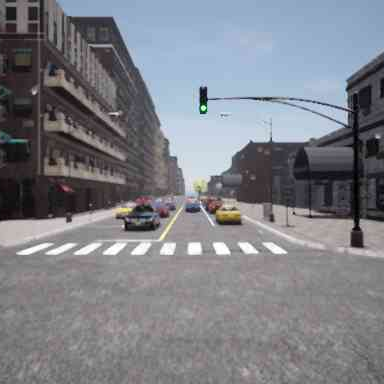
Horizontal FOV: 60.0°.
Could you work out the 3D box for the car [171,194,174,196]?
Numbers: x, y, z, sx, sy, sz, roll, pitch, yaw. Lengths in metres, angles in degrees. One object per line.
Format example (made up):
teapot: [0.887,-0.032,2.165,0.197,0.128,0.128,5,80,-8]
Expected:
car: [-5.714,1.592,74.642,1.967,1.590,4.097,0,0,0]

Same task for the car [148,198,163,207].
car: [-5.707,1.653,52.485,2.008,1.369,4.403,0,0,0]

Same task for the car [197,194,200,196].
car: [-0.022,1.457,61.990,2.097,1.767,4.553,0,0,0]

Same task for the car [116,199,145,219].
car: [-5.700,1.590,30.158,1.752,1.417,4.829,0,0,0]

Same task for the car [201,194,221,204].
car: [2.677,1.371,41.410,2.192,1.841,5.009,0,0,0]

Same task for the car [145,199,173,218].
car: [-3.113,1.621,30.926,1.994,1.385,4.181,0,0,-1]

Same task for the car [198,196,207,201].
car: [2.662,1.706,85.723,2.008,1.369,4.403,0,0,0]

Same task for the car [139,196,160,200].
car: [-5.703,1.397,41.407,2.192,1.841,5.009,0,0,0]

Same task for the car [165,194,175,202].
car: [-5.718,1.496,85.721,2.192,1.841,5.009,0,0,0]

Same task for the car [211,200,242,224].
car: [2.683,1.558,24.962,1.752,1.417,4.829,0,0,0]

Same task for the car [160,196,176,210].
car: [-3.092,1.568,42.737,2.128,1.511,4.902,0,0,1]

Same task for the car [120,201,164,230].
car: [-3.104,1.572,21.549,1.812,1.442,4.674,0,0,0]

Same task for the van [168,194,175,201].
van: [-5.720,1.538,91.261,1.690,1.788,3.998,0,0,0]

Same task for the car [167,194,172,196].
car: [-5.712,1.683,69.103,1.887,1.381,4.507,0,0,0]

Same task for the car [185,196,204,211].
car: [0.084,1.611,41.205,2.033,1.411,5.357,0,0,0]

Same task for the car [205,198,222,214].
car: [2.679,1.629,35.871,1.802,1.307,4.206,0,0,0]
